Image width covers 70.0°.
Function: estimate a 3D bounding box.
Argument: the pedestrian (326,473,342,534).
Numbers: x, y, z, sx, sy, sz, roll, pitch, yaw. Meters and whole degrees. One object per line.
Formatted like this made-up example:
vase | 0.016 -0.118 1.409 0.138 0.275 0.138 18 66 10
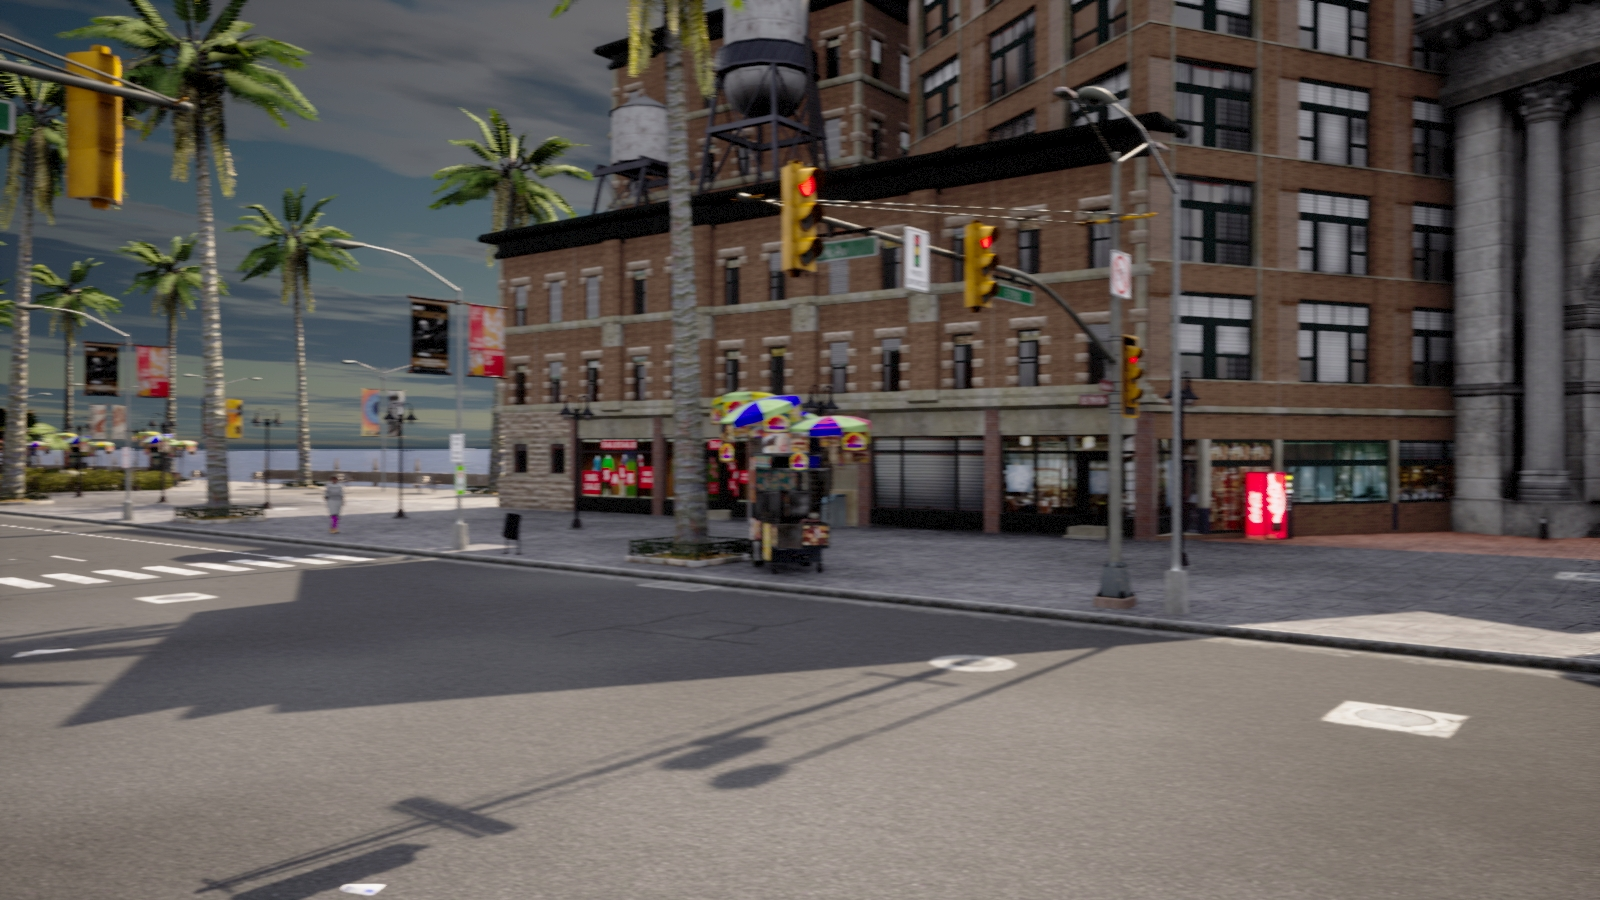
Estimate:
pedestrian | -14.514 1.663 35.577 0.375 1.860 0.375 0 0 -34
